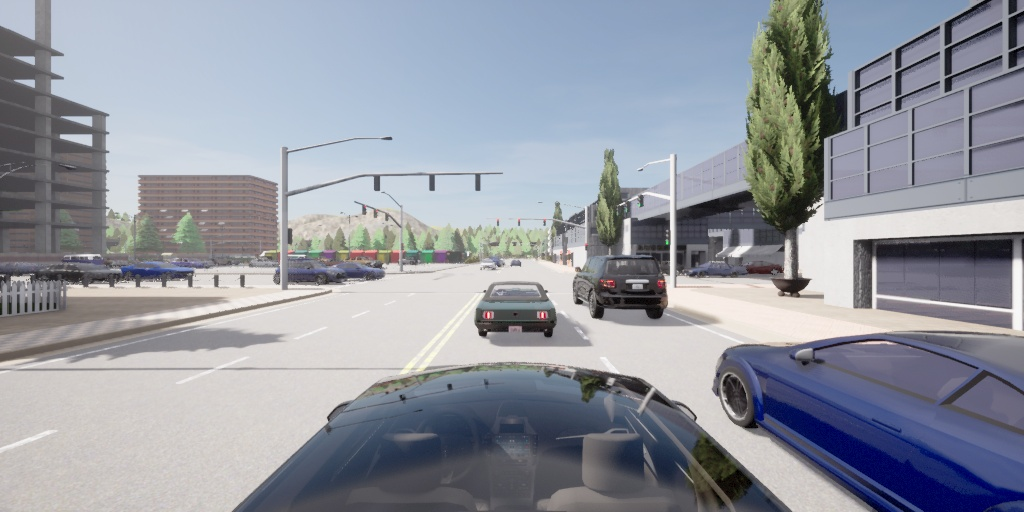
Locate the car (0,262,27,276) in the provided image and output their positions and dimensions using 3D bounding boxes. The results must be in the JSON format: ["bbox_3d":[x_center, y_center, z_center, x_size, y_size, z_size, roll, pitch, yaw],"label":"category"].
[{"bbox_3d":[-49.996,1.297,36.100,5.357,1.411,2.033,0,0,1],"label":"car"}]

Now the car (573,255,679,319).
[{"bbox_3d":[3.625,0.971,12.961,2.150,2.045,5.566,0,0,1],"label":"car"}]

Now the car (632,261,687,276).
[{"bbox_3d":[15.010,1.255,36.663,4.892,1.490,1.837,0,0,1],"label":"car"}]

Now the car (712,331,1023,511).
[{"bbox_3d":[3.606,1.314,2.996,1.994,1.385,4.181,0,0,0],"label":"car"}]

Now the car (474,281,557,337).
[{"bbox_3d":[0.105,1.351,10.236,1.895,1.301,4.718,0,0,1],"label":"car"}]

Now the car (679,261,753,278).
[{"bbox_3d":[18.698,1.297,33.130,5.357,1.411,2.033,0,0,1],"label":"car"}]

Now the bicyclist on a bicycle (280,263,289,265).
[{"bbox_3d":[-25.259,1.052,39.874,0.582,1.620,1.656,0,0,0],"label":"bicyclist on a bicycle"}]

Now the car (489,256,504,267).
[{"bbox_3d":[-3.127,0.971,62.049,2.150,2.045,5.566,0,0,3],"label":"car"}]

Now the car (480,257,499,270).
[{"bbox_3d":[-3.430,1.276,51.503,1.812,1.442,4.674,0,0,3],"label":"car"}]

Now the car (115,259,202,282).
[{"bbox_3d":[-28.486,1.227,28.899,5.008,1.535,1.882,0,0,0],"label":"car"}]

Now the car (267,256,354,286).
[{"bbox_3d":[-13.945,1.102,24.973,4.553,1.767,2.097,0,0,5],"label":"car"}]

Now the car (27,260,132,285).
[{"bbox_3d":[-30.532,1.254,25.404,4.892,1.490,1.837,0,0,0],"label":"car"}]

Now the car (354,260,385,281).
[{"bbox_3d":[-12.661,1.276,28.902,4.674,1.442,1.812,0,0,0],"label":"car"}]

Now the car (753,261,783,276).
[{"bbox_3d":[24.691,1.228,36.574,5.008,1.535,1.882,0,0,1],"label":"car"}]
